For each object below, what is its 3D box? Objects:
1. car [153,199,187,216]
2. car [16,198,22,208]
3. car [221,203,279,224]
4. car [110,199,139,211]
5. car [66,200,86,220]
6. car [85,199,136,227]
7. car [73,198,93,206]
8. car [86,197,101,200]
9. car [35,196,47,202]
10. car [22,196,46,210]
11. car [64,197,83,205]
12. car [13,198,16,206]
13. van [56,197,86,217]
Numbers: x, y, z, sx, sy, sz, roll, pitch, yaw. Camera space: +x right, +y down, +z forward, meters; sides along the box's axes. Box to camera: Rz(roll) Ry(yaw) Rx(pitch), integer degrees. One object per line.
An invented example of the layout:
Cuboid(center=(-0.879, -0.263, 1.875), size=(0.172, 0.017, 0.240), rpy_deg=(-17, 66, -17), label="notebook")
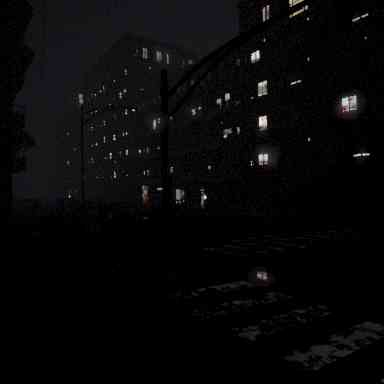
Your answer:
Cuboid(center=(-2.240, 1.441, 33.322), size=(1.967, 1.590, 4.097), rpy_deg=(-1, 1, -36), label="car")
Cuboid(center=(-25.153, 1.769, 50.953), size=(1.947, 1.339, 4.313), rpy_deg=(-1, 1, -36), label="car")
Cuboid(center=(4.102, 1.498, 24.459), size=(1.752, 1.417, 4.829), rpy_deg=(-1, 1, -36), label="car")
Cuboid(center=(-8.678, 1.581, 42.325), size=(2.008, 1.369, 4.403), rpy_deg=(-1, 1, -36), label="car")
Cuboid(center=(-8.955, 1.652, 28.310), size=(1.752, 1.417, 4.829), rpy_deg=(-1, 1, -36), label="car")
Cuboid(center=(-5.836, 1.553, 23.947), size=(1.967, 1.590, 4.097), rpy_deg=(-1, 1, -36), label="car")
Cuboid(center=(-18.338, 1.643, 55.828), size=(1.947, 1.339, 4.313), rpy_deg=(-1, 1, -36), label="car")
Cuboid(center=(-15.120, 1.502, 51.326), size=(1.967, 1.590, 4.097), rpy_deg=(-1, 1, -36), label="car")
Cuboid(center=(-37.658, 1.728, 82.836), size=(1.887, 1.381, 4.507), rpy_deg=(-1, 1, -36), label="car")
Cuboid(center=(-21.936, 1.628, 46.452), size=(1.967, 1.590, 4.097), rpy_deg=(-1, 1, -36), label="car")
Cuboid(center=(-21.558, 1.645, 60.330), size=(2.008, 1.369, 4.403), rpy_deg=(-1, 1, -36), label="car")
Cuboid(center=(-31.594, 1.782, 59.956), size=(1.887, 1.381, 4.507), rpy_deg=(-1, 1, -36), label="car")
Cuboid(center=(-12.277, 1.483, 32.947), size=(1.690, 1.788, 3.998), rpy_deg=(-1, 1, -36), label="van")
